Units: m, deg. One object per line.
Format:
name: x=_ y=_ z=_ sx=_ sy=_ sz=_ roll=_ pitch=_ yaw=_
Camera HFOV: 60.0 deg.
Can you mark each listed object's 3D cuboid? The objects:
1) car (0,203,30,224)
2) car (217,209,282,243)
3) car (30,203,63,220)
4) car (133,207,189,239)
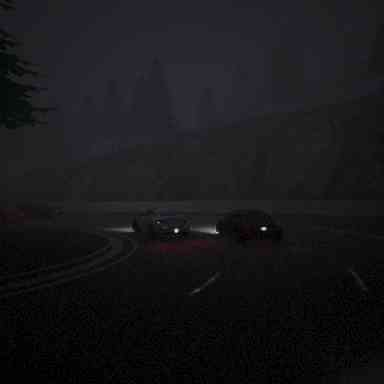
car: x=-15.746 y=1.670 z=25.819 sx=5.008 sy=1.535 sz=1.882 roll=-1 pitch=0 yaw=-3
car: x=2.588 y=1.504 z=15.772 sx=1.994 sy=1.385 sz=4.181 roll=-1 pitch=0 yaw=-11
car: x=-14.327 y=1.713 z=29.488 sx=5.357 sy=1.411 sz=2.033 roll=-1 pitch=0 yaw=-4
car: x=-1.657 y=1.525 z=17.312 sx=1.812 sy=1.442 sz=4.674 roll=0 pitch=0 yaw=-24
